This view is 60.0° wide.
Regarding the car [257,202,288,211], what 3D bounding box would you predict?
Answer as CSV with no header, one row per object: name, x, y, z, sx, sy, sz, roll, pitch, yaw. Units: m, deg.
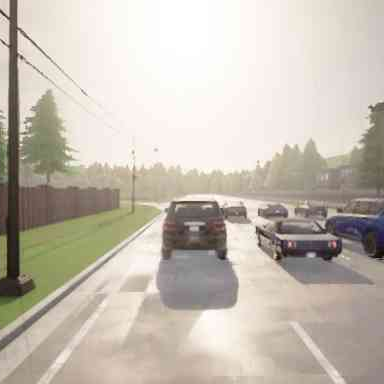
car,7.078,1.557,29.482,1.994,1.385,4.181,0,0,0

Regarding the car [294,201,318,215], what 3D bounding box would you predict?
car,10.580,1.518,29.797,1.812,1.442,4.674,0,0,0

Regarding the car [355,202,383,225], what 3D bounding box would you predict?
car,14.055,1.542,23.968,2.033,1.411,5.357,0,0,0

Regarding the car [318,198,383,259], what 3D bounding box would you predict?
car,7.079,1.217,12.715,2.150,2.045,5.566,0,0,0

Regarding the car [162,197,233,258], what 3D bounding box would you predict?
car,0.083,1.217,12.816,2.150,2.045,5.566,0,0,0

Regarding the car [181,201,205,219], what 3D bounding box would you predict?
car,0.079,1.557,29.467,1.994,1.385,4.181,0,0,0

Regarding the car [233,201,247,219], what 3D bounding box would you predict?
car,3.577,1.485,28.836,2.128,1.511,4.902,0,0,0

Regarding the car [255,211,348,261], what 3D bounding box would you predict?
car,3.577,1.598,12.164,1.895,1.301,4.718,0,0,0
